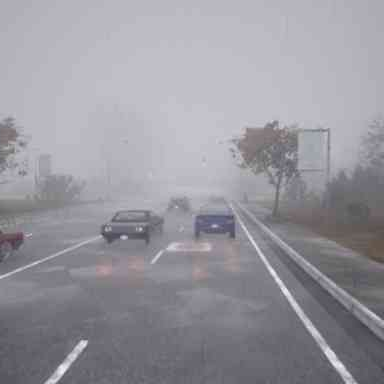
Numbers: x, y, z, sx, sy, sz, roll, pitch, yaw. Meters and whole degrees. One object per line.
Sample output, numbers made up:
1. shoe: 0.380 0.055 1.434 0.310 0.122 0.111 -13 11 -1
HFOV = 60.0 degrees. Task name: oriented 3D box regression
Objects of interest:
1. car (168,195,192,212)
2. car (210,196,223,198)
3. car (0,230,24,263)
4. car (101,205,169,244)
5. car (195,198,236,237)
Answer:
1. car: -1.167 1.028 31.710 1.837 1.490 4.892 0 1 5
2. car: 2.436 1.067 32.872 1.994 1.385 4.181 0 1 5
3. car: -6.656 1.517 8.887 1.895 1.301 4.718 0 1 4
4. car: -2.471 1.454 15.151 1.895 1.301 4.718 0 1 4
5. car: 1.193 1.314 17.057 1.882 1.535 5.008 0 1 4
